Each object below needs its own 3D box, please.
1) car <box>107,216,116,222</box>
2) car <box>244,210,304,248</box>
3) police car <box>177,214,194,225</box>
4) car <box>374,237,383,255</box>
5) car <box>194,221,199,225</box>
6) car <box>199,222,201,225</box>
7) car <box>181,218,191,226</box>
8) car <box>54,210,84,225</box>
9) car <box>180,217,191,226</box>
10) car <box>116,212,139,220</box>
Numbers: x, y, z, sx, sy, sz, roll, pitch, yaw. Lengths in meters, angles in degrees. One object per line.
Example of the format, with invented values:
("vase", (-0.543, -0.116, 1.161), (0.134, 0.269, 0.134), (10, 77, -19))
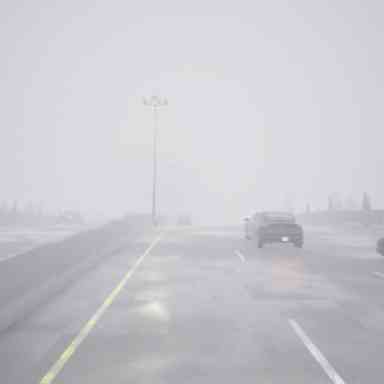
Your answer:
("car", (-10.557, 4.095, 47.207), (1.895, 1.301, 4.718), (0, -6, 0))
("car", (3.604, 1.610, 15.274), (1.837, 1.490, 4.892), (0, -1, 0))
("police car", (-1.038, 3.902, 47.051), (1.930, 1.638, 5.238), (0, -6, 0))
("car", (7.108, 1.595, 8.825), (2.033, 1.411, 5.357), (0, 0, 0))
("car", (0.039, 7.616, 80.306), (1.895, 1.301, 4.718), (0, -6, 2))
("car", (1.382, 8.929, 94.448), (2.097, 1.767, 4.553), (-1, -6, 11))
("car", (-1.033, 5.750, 62.835), (1.812, 1.442, 4.674), (0, -6, 0))
("car", (-14.082, 2.880, 38.431), (2.097, 1.767, 4.553), (0, -6, 0))
("car", (-1.035, 5.090, 56.871), (1.812, 1.442, 4.674), (0, -6, 0))
("car", (-7.080, 3.083, 38.900), (1.837, 1.490, 4.892), (0, -6, 0))
